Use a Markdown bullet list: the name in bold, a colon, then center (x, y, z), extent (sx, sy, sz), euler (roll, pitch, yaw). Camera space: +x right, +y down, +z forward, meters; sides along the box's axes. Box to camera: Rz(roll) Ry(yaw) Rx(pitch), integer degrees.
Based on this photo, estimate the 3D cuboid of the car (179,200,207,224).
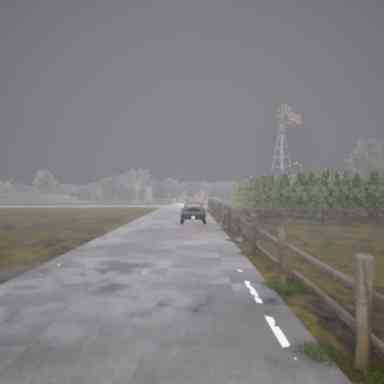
- **car**: center (0.093, 1.535, 25.119), extent (1.837, 1.490, 4.892), euler (0, -1, 0)
